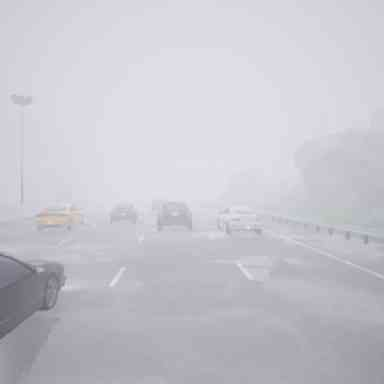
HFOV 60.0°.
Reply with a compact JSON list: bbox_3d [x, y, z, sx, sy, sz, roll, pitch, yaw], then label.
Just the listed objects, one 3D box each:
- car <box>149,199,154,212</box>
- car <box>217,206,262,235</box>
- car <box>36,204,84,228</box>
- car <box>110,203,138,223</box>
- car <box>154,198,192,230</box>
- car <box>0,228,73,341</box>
[{"bbox_3d":[-4.071,1.537,40.245,1.837,1.490,4.892,0,0,-11],"label":"car"},{"bbox_3d":[2.594,1.531,18.817,1.812,1.442,4.674,0,0,-5],"label":"car"},{"bbox_3d":[-8.179,1.507,21.007,1.882,1.535,5.008,0,0,-6],"label":"car"},{"bbox_3d":[-5.298,1.590,26.276,1.994,1.385,4.181,0,0,-7],"label":"car"},{"bbox_3d":[-1.218,1.367,21.615,2.097,1.767,4.553,0,0,-6],"label":"car"},{"bbox_3d":[-3.530,1.558,4.705,2.033,1.411,5.357,0,0,-2],"label":"car"}]
